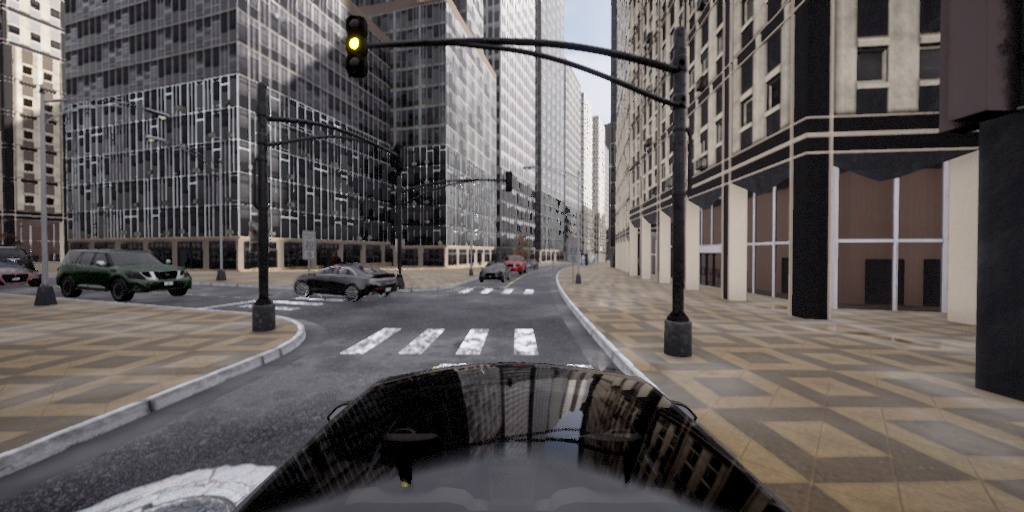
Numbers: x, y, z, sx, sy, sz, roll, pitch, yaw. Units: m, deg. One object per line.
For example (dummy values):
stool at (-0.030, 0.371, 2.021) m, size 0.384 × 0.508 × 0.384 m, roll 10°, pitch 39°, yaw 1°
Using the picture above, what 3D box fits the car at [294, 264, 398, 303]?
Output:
car at (-7.339, 1.102, 15.735) m, size 4.902 × 1.511 × 2.128 m, roll 2°, pitch 1°, yaw 23°

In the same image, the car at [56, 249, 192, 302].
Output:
car at (-16.621, 0.728, 15.380) m, size 5.566 × 2.045 × 2.150 m, roll 1°, pitch 1°, yaw 17°

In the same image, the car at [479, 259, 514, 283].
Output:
car at (-1.255, 1.206, 27.813) m, size 1.837 × 1.490 × 4.892 m, roll 0°, pitch 0°, yaw 7°

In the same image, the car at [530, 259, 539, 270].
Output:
car at (2.656, 1.224, 51.338) m, size 2.128 × 1.511 × 4.902 m, roll 0°, pitch 0°, yaw 13°

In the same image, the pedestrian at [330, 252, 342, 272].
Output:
pedestrian at (-9.585, 0.661, 19.445) m, size 0.375 × 1.860 × 0.375 m, roll 0°, pitch 0°, yaw 16°

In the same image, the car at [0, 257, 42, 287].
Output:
car at (-26.321, 0.923, 18.180) m, size 4.181 × 1.385 × 1.994 m, roll 1°, pitch 1°, yaw 16°

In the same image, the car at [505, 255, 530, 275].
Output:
car at (0.225, 0.928, 38.592) m, size 2.150 × 2.045 × 5.566 m, roll 0°, pitch 0°, yaw 9°

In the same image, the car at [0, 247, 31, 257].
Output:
car at (-34.430, 0.410, 23.593) m, size 5.566 × 2.045 × 2.150 m, roll 1°, pitch 1°, yaw 16°
